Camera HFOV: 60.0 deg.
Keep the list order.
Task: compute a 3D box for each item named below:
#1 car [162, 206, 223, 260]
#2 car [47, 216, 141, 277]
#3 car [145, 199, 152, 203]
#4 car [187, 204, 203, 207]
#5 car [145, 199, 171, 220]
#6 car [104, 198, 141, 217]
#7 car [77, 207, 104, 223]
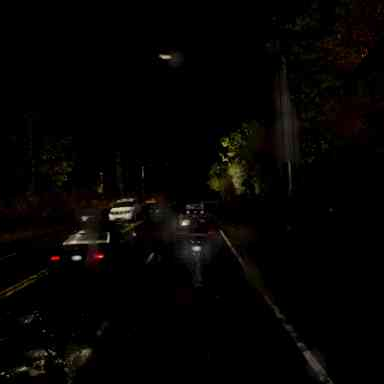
[{"bbox_3d":[0.151,1.587,13.203,2.128,1.511,4.902,-1,1,0],"label":"car"},{"bbox_3d":[-3.129,1.862,11.557,2.033,1.411,5.357,-3,0,0],"label":"car"},{"bbox_3d":[-9.065,2.309,73.086,1.882,1.535,5.008,-3,0,1],"label":"car"},{"bbox_3d":[0.293,1.744,30.104,1.895,1.301,4.718,0,0,0],"label":"car"},{"bbox_3d":[-2.991,1.779,32.043,1.994,1.385,4.181,-2,2,1],"label":"car"},{"bbox_3d":[-6.422,1.758,32.283,2.150,2.045,5.566,-4,2,1],"label":"car"},{"bbox_3d":[-9.684,2.226,32.429,2.128,1.511,4.902,-3,0,1],"label":"car"}]
